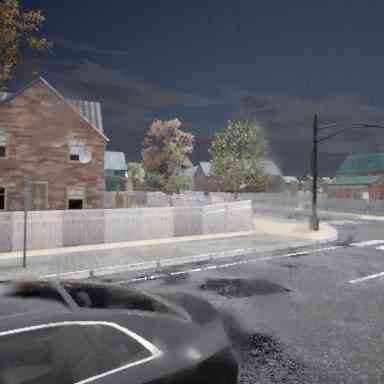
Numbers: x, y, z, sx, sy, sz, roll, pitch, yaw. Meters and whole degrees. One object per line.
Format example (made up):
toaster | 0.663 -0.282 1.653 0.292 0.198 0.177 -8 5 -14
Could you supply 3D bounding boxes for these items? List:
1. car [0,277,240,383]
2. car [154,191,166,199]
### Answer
car | -1.858 1.524 2.232 4.892 1.490 1.837 0 0 -35
car | -6.195 0.636 61.715 1.812 1.442 4.674 1 1 -20
